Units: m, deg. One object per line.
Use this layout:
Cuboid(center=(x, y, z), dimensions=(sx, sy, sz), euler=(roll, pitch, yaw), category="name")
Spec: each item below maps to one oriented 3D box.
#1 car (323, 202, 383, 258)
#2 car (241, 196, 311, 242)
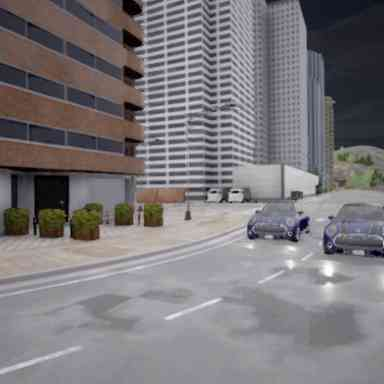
Cuboid(center=(6.095, 1.194, 11.900), dimensions=(2.097, 1.767, 4.553), euler=(-1, 0, 30), category="car")
Cuboid(center=(4.145, 1.197, 15.473), dimensions=(2.097, 1.767, 4.553), euler=(-1, 1, 28), category="car")
